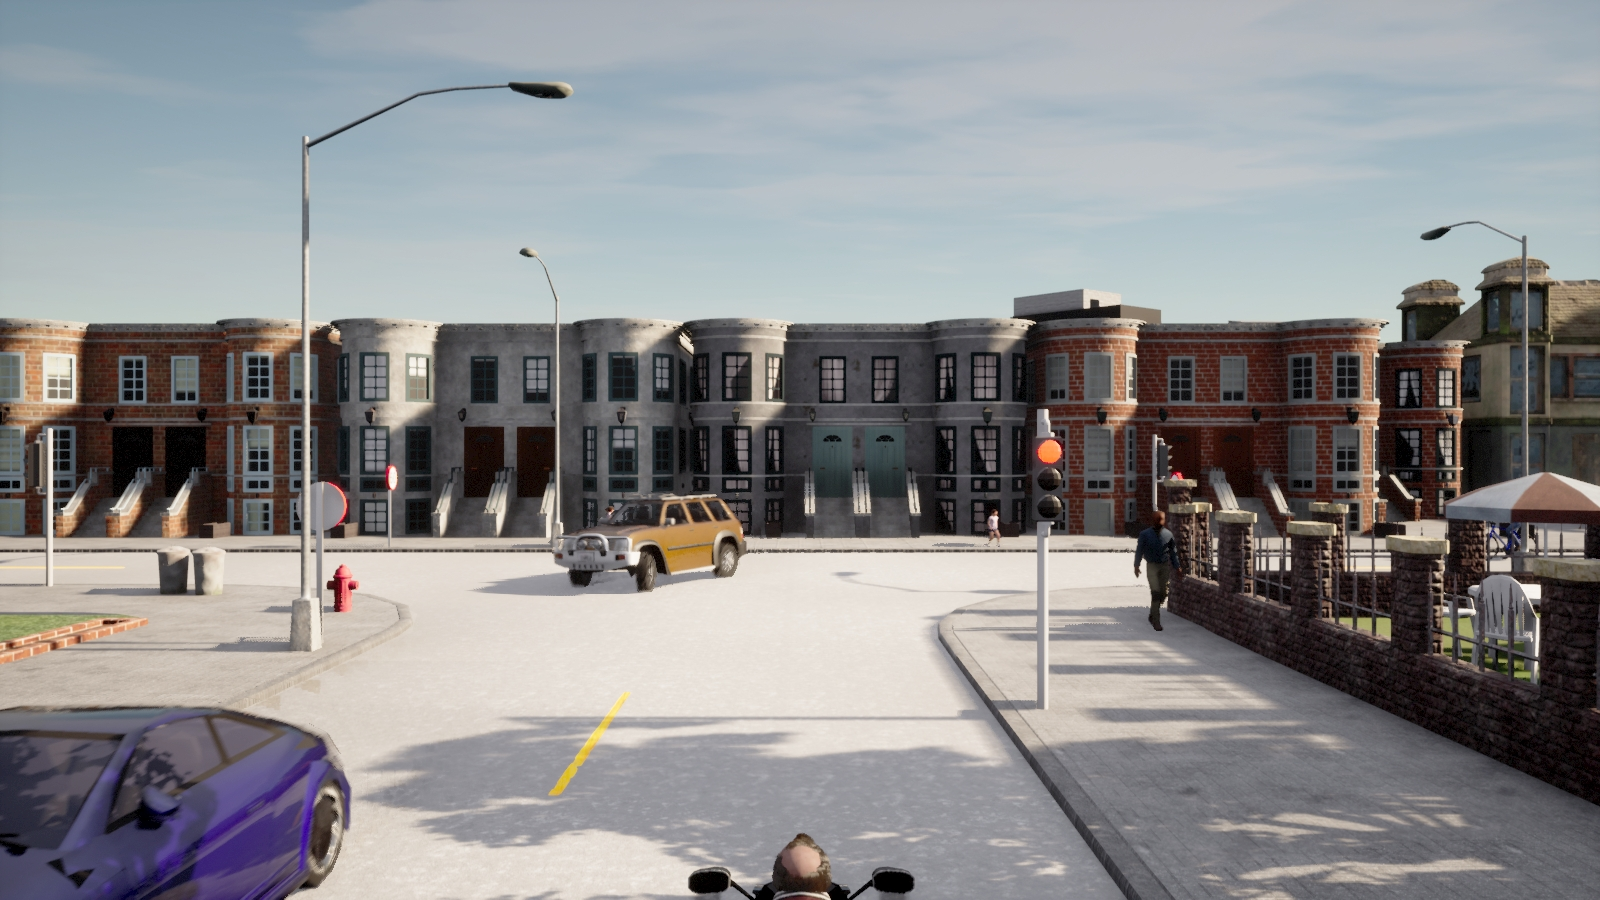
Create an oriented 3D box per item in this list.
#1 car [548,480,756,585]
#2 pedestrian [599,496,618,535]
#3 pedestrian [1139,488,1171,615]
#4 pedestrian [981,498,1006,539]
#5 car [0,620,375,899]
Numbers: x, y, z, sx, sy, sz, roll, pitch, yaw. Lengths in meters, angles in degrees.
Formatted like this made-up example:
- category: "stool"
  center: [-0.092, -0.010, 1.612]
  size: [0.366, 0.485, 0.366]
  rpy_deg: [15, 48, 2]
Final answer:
- category: "car"
  center: [-2.967, 1.633, 24.030]
  size: [1.932, 1.855, 4.605]
  rpy_deg: [-2, -1, 29]
- category: "pedestrian"
  center: [-5.547, 1.891, 33.100]
  size: [0.500, 1.100, 0.500]
  rpy_deg: [0, 0, -13]
- category: "pedestrian"
  center: [5.312, 1.509, 17.090]
  size: [0.375, 1.860, 0.375]
  rpy_deg: [0, 0, 2]
- category: "pedestrian"
  center: [5.357, 1.892, 31.676]
  size: [0.500, 1.100, 0.500]
  rpy_deg: [0, 0, -23]
- category: "car"
  center: [-4.002, 1.896, 5.994]
  size: [1.994, 1.385, 4.181]
  rpy_deg: [0, 0, 0]
